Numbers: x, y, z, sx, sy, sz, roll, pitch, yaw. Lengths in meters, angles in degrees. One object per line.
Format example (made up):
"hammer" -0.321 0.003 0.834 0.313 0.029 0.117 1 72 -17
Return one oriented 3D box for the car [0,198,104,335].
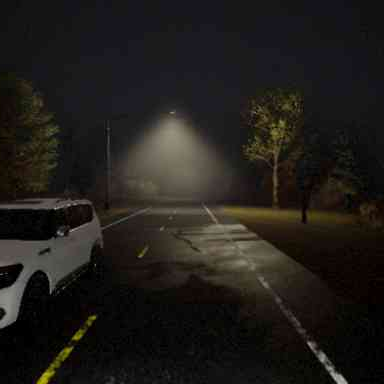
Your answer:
"car" -3.499 1.180 6.999 2.150 2.045 5.566 0 0 0
